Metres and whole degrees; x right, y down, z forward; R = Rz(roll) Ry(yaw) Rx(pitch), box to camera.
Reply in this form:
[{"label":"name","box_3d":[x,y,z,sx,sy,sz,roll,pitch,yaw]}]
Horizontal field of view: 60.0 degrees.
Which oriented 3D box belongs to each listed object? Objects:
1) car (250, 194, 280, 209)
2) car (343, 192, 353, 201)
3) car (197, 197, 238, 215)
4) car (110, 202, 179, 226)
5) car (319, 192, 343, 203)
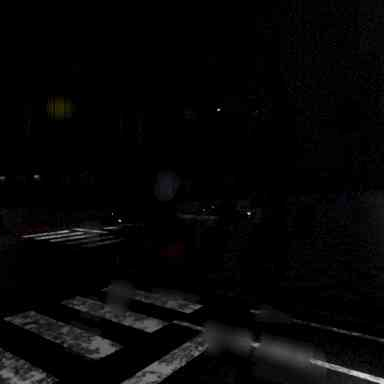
[{"label":"car","box_3d":[8.129,0.977,36.868,1.882,1.535,5.008,0,1,36]},{"label":"car","box_3d":[25.488,0.654,55.641,1.882,1.535,5.008,0,1,36]},{"label":"car","box_3d":[2.322,1.158,28.768,1.812,1.442,4.674,0,1,36]},{"label":"car","box_3d":[-2.957,1.354,21.413,1.895,1.301,4.718,0,1,36]},{"label":"car","box_3d":[19.600,0.815,47.417,1.837,1.490,4.892,0,1,36]}]
